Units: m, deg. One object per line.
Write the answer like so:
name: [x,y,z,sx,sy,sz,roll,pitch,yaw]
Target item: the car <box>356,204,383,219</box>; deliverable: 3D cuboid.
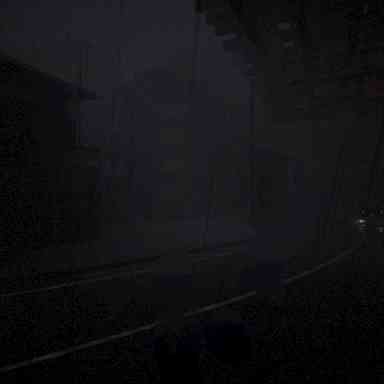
car: [16.668,1.786,31.308,1.895,1.301,4.718,-1,-1,22]
